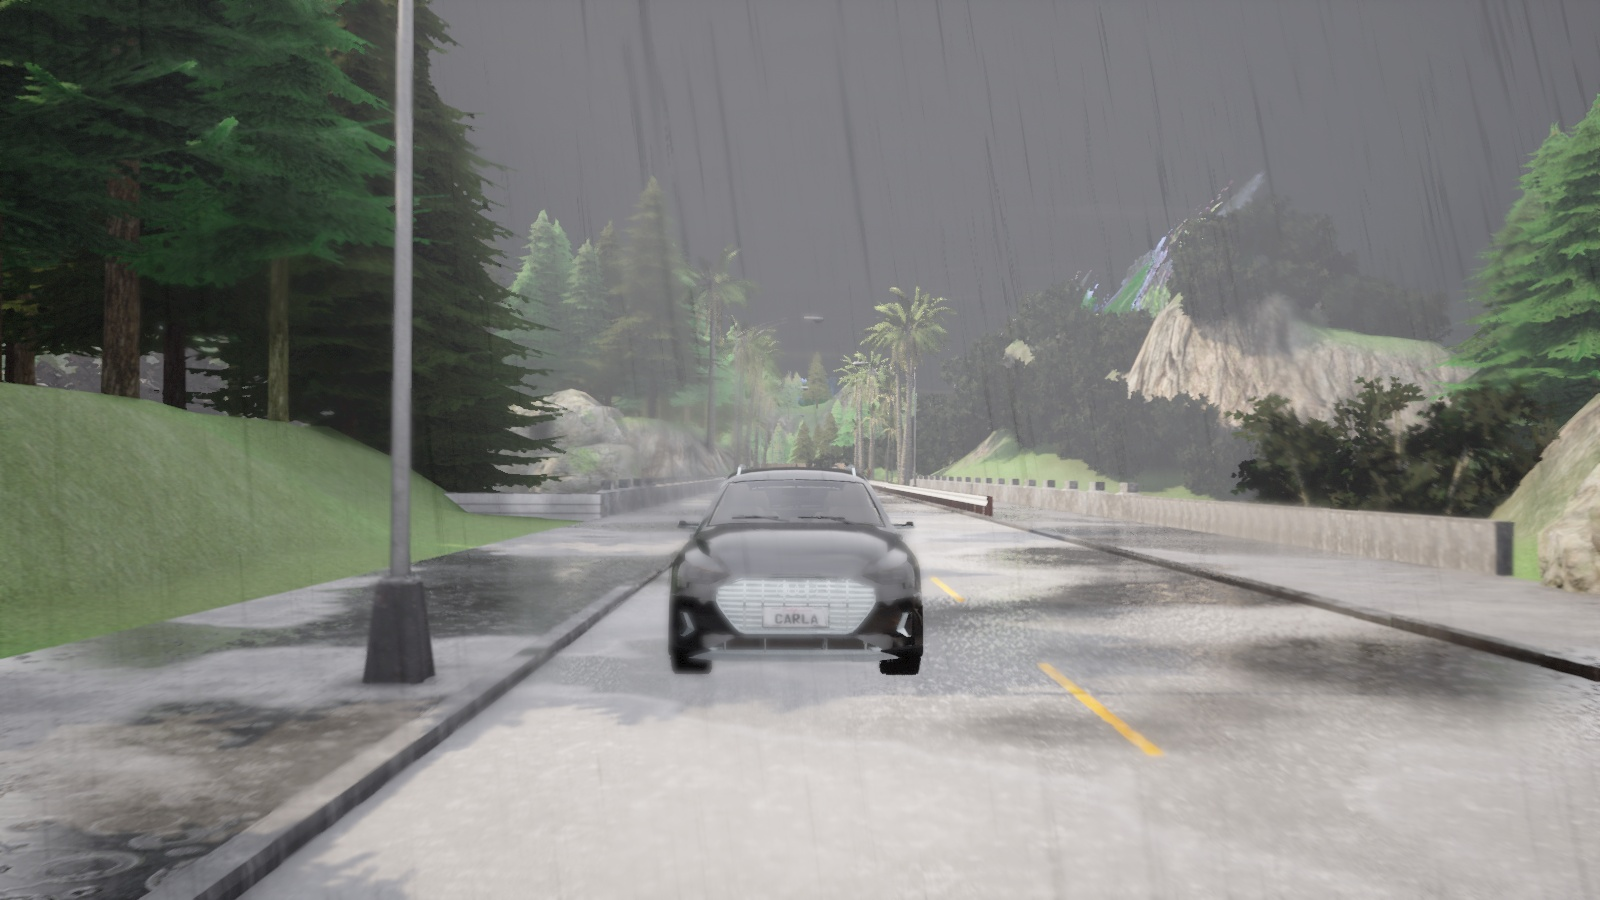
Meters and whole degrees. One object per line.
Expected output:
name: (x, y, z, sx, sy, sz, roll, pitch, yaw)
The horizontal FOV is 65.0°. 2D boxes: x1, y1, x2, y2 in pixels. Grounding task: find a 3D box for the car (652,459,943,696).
car: (-0.026, 0.933, 11.220, 2.033, 1.649, 4.856, 0, -1, 0)
